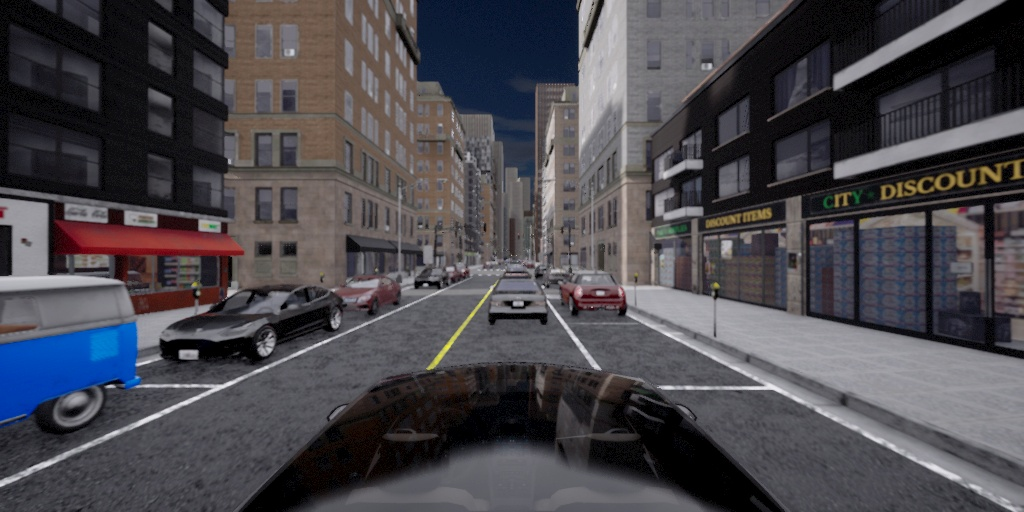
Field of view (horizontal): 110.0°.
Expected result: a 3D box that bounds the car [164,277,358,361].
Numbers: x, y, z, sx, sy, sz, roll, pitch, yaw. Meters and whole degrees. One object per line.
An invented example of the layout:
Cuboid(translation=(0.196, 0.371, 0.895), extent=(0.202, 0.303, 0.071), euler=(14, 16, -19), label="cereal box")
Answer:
Cuboid(translation=(-5.617, 1.360, 8.431), extent=(1.948, 1.339, 4.313), euler=(0, 0, 1), label="car")

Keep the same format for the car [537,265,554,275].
Cuboid(translation=(3.063, 1.460, 24.854), extent=(2.007, 1.370, 4.403), euler=(0, 0, 1), label="car")

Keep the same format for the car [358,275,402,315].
Cuboid(translation=(-5.565, 1.414, 13.932), extent=(1.802, 1.307, 4.207), euler=(0, 0, 1), label="car")

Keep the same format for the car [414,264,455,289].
Cuboid(translation=(-5.462, 1.475, 24.934), extent=(1.948, 1.339, 4.313), euler=(0, 0, 1), label="car")

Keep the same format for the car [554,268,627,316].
Cuboid(translation=(2.960, 1.273, 13.852), extent=(1.967, 1.591, 4.097), euler=(0, 0, 1), label="car")

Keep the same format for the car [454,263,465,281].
Cuboid(translation=(-5.411, 1.530, 30.435), extent=(1.802, 1.307, 4.207), euler=(0, 0, 1), label="car")

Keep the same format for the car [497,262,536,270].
Cuboid(translation=(0.305, 1.401, 24.871), extent=(2.128, 1.511, 4.902), euler=(0, 0, 1), label="car")

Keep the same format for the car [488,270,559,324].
Cuboid(translation=(0.189, 1.369, 12.284), extent=(2.033, 1.411, 5.357), euler=(0, 0, 0), label="car")

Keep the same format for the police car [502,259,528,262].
Cuboid(translation=(0.299, 1.405, 34.891), extent=(1.930, 1.638, 5.238), euler=(0, 0, 1), label="police car")

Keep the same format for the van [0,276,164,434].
Cuboid(translation=(-5.669, 1.098, 2.930), extent=(1.690, 1.789, 3.998), euler=(0, 0, 1), label="van")

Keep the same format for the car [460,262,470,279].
Cuboid(translation=(-5.359, 1.427, 35.936), extent=(1.967, 1.591, 4.097), euler=(0, 0, 1), label="car")
